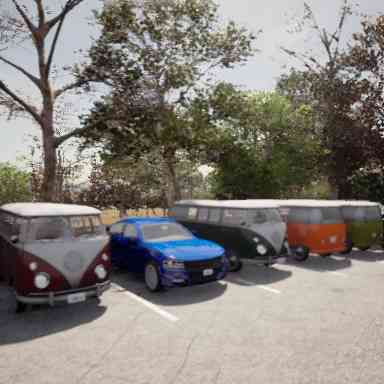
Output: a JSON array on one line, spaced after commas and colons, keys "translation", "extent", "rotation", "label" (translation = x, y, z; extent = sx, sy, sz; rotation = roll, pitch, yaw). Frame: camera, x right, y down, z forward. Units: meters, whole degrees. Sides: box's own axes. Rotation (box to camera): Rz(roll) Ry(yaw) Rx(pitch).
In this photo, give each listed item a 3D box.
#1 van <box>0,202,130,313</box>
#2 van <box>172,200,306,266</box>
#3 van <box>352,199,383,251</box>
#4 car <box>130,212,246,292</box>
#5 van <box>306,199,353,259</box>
[{"translation": [-3.284, 1.252, 7.572], "extent": [1.878, 1.987, 4.442], "rotation": [0, 0, -35], "label": "van"}, {"translation": [1.109, 1.260, 10.698], "extent": [1.878, 1.987, 4.442], "rotation": [0, 0, -35], "label": "van"}, {"translation": [5.494, 1.342, 14.104], "extent": [1.878, 1.987, 4.442], "rotation": [1, -1, -35], "label": "van"}, {"translation": [-1.097, 1.474, 9.277], "extent": [2.097, 1.535, 5.008], "rotation": [0, 0, -35], "label": "car"}, {"translation": [3.339, 1.303, 12.570], "extent": [1.878, 1.987, 4.442], "rotation": [1, -1, -35], "label": "van"}]
